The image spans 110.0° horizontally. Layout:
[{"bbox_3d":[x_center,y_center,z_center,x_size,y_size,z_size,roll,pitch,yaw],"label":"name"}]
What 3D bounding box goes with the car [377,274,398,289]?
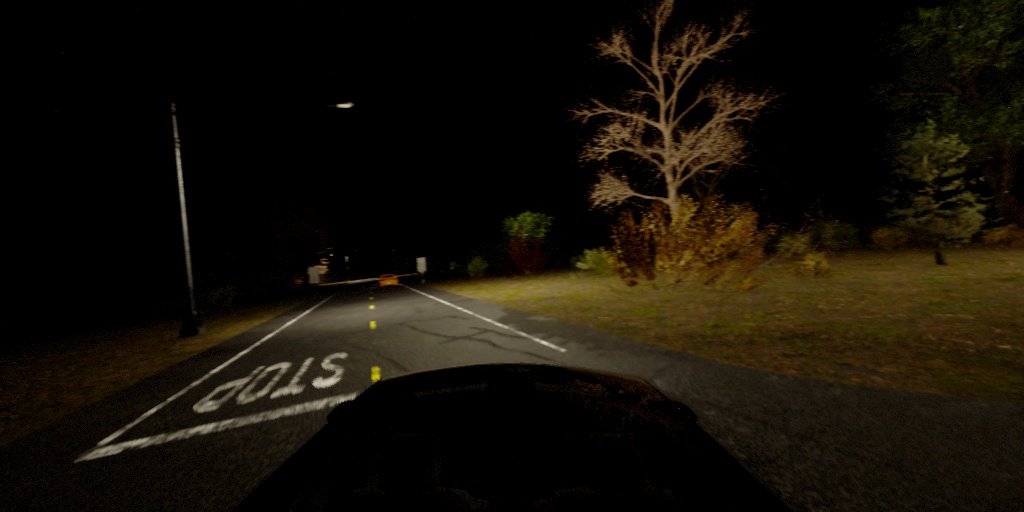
[{"bbox_3d":[-13.904,2.783,40.076,1.882,1.535,5.008,-6,0,-22],"label":"car"}]
